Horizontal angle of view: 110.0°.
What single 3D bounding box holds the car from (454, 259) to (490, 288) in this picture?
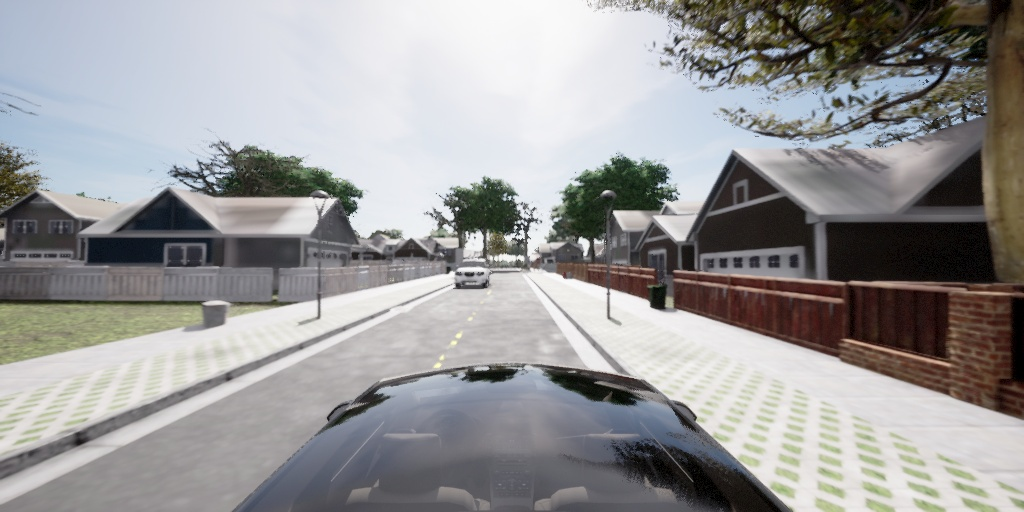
[{"bbox_3d":[-2.848,1.218,26.667,2.150,2.045,5.566,0,-1,0],"label":"car"}]
